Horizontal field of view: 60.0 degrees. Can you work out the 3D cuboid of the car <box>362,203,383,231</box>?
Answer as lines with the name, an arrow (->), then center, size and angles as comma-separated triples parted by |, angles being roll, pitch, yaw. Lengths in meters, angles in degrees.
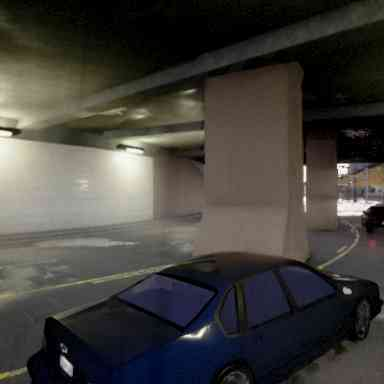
car -> 11.938, 1.636, 21.110 | 1.812, 1.442, 4.674 | 0, 0, 23

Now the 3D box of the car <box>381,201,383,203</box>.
car -> 20.981, 1.703, 35.489 | 1.812, 1.442, 4.674 | 0, -1, 19

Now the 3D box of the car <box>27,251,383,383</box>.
car -> 0.762, 1.584, 4.614 | 5.357, 1.411, 2.033 | 0, -1, -42
